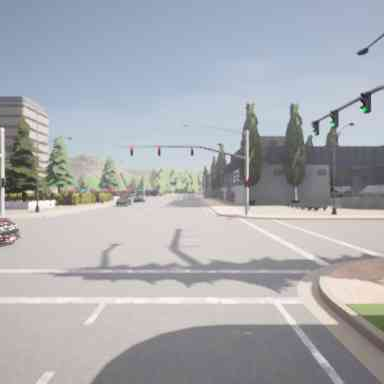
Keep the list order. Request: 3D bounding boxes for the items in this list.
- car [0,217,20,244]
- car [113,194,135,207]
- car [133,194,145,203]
[{"bbox_3d":[-9.658,1.337,13.773,4.553,1.767,2.097,0,0,2],"label":"car"},{"bbox_3d":[-10.825,1.514,52.867,1.837,1.490,4.892,0,0,0],"label":"car"},{"bbox_3d":[-10.824,1.606,68.261,1.895,1.301,4.718,0,0,0],"label":"car"}]
